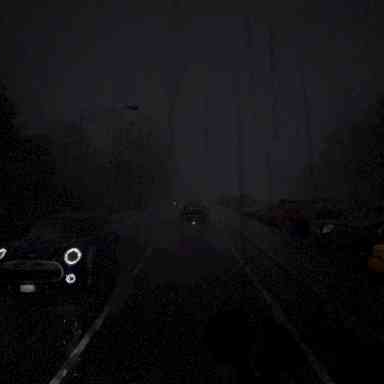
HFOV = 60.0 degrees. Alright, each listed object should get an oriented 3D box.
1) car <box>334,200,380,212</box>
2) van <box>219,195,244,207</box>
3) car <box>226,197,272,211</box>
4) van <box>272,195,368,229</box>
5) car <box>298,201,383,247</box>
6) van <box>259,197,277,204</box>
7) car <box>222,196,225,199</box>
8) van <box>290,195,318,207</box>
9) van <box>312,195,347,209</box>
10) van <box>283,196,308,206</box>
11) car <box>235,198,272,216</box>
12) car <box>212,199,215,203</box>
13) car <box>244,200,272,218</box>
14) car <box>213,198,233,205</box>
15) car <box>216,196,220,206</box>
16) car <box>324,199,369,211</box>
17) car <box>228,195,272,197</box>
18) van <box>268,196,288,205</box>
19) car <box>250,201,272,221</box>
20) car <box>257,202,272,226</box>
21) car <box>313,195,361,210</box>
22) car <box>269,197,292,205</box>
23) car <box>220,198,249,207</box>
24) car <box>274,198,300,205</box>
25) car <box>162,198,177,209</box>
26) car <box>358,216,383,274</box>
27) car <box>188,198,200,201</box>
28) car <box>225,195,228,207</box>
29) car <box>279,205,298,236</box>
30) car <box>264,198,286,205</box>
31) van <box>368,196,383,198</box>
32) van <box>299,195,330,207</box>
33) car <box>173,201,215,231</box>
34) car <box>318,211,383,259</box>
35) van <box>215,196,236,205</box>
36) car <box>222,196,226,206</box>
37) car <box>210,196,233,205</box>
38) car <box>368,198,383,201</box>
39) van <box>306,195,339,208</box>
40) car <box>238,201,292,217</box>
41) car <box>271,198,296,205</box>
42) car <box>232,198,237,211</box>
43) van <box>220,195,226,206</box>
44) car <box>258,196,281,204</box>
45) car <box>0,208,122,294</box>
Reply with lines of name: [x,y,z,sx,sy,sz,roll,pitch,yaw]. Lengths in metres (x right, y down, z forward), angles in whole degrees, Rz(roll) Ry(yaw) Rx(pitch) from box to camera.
car: [20.229,1.704,40.935,4.674,1.452,2.002,0,0,0]
van: [7.154,1.627,60.554,4.442,1.987,1.878,0,-1,0]
car: [6.950,1.652,38.362,5.366,1.575,1.946,0,0,0]
van: [7.133,1.321,18.929,4.442,1.987,1.878,0,0,0]
car: [7.014,1.393,13.379,4.553,1.767,2.185,0,0,0]
van: [20.654,2.305,90.893,4.442,1.987,1.878,0,-2,0]
car: [7.206,1.757,49.465,4.674,1.452,2.002,0,0,0]
van: [20.233,1.618,60.312,4.442,1.987,1.878,0,-1,0]
van: [20.399,1.485,49.372,4.442,1.987,1.878,0,0,0]
van: [20.501,1.738,65.849,4.442,1.987,1.878,0,-1,0]
car: [6.899,1.606,30.034,5.366,1.575,1.946,0,0,0]
car: [7.344,2.093,71.650,5.008,1.535,2.097,0,-1,0]
car: [7.038,1.623,27.256,4.792,1.488,2.163,0,0,0]
car: [7.420,2.303,79.976,4.792,1.488,2.163,0,-1,0]
car: [7.265,1.496,55.018,5.566,2.045,2.435,0,0,0]
car: [20.243,1.679,43.707,5.008,1.535,2.097,0,0,0]
car: [7.121,1.545,41.138,4.553,1.767,2.185,0,0,0]
van: [20.585,2.038,79.697,4.442,1.987,1.878,0,-1,0]
car: [7.021,1.607,24.480,4.792,1.488,2.163,0,0,0]
car: [7.004,1.592,21.704,4.792,1.488,2.163,0,0,0]
car: [20.237,1.445,46.603,5.566,2.045,2.435,0,0,0]
car: [20.420,2.078,76.927,4.553,1.767,2.185,0,-1,0]
car: [7.283,1.822,57.766,4.792,1.488,2.163,0,-1,0]
car: [20.412,2.083,71.384,5.008,1.535,2.097,0,-1,0]
car: [-3.185,1.599,48.517,2.097,1.767,4.553,0,-1,0]
car: [7.134,1.503,7.830,5.366,1.575,1.946,0,0,0]
car: [0.205,1.514,39.170,2.097,1.767,4.553,0,0,0]
car: [7.138,1.560,43.914,4.553,1.767,2.185,0,0,0]
car: [7.029,1.561,16.151,4.792,1.488,2.163,0,0,0]
car: [20.479,2.324,82.463,4.892,1.521,2.231,0,-1,0]
van: [20.331,1.424,38.292,4.442,1.987,1.878,0,0,0]
van: [20.200,1.516,54.922,4.442,1.987,1.878,0,-1,0]
car: [0.134,1.561,21.165,2.128,1.511,4.902,0,0,0]
car: [6.959,1.510,10.599,4.892,1.521,2.231,0,0,0]
van: [7.473,1.927,74.430,4.442,1.987,1.878,0,-1,0]
car: [7.181,1.701,46.689,5.008,1.535,2.097,0,0,0]
car: [7.379,2.082,82.758,5.566,2.045,2.435,0,-1,0]
car: [20.175,1.618,32.626,5.008,1.535,2.097,0,0,0]
van: [20.415,1.500,52.017,4.442,1.987,1.878,0,0,0]
car: [7.108,1.625,32.808,4.892,1.521,2.231,0,0,0]
car: [20.430,2.146,74.279,5.008,1.535,2.097,0,-1,0]
car: [7.112,1.641,35.584,4.892,1.521,2.231,0,0,0]
van: [7.103,1.507,52.243,4.442,1.987,1.878,0,0,0]
car: [20.547,2.200,88.003,5.566,2.045,2.435,0,-2,0]
car: [-3.341,1.378,9.012,2.097,1.767,4.553,0,0,0]
